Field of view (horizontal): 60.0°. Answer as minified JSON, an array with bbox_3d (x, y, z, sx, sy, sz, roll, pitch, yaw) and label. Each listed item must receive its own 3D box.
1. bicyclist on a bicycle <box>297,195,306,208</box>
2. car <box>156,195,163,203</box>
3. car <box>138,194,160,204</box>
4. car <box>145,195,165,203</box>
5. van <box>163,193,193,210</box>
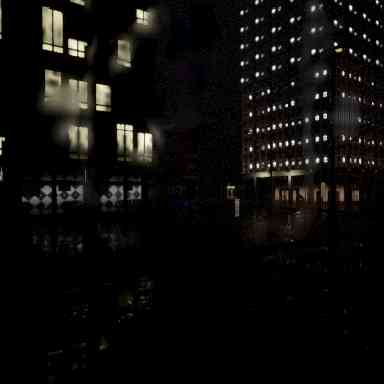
[{"bbox_3d":[12.917,1.117,39.213,1.656,1.620,0.582,-1,1,-34],"label":"bicyclist on a bicycle"},{"bbox_3d":[-3.883,1.035,58.707,2.192,1.841,5.009,0,0,-34],"label":"car"},{"bbox_3d":[-7.817,1.204,59.876,1.882,1.535,5.008,-1,1,-34],"label":"car"},{"bbox_3d":[-6.996,1.238,63.289,1.887,1.381,4.507,0,0,-34],"label":"car"},{"bbox_3d":[-1.474,1.210,40.252,1.690,1.788,3.998,0,0,-34],"label":"van"}]
